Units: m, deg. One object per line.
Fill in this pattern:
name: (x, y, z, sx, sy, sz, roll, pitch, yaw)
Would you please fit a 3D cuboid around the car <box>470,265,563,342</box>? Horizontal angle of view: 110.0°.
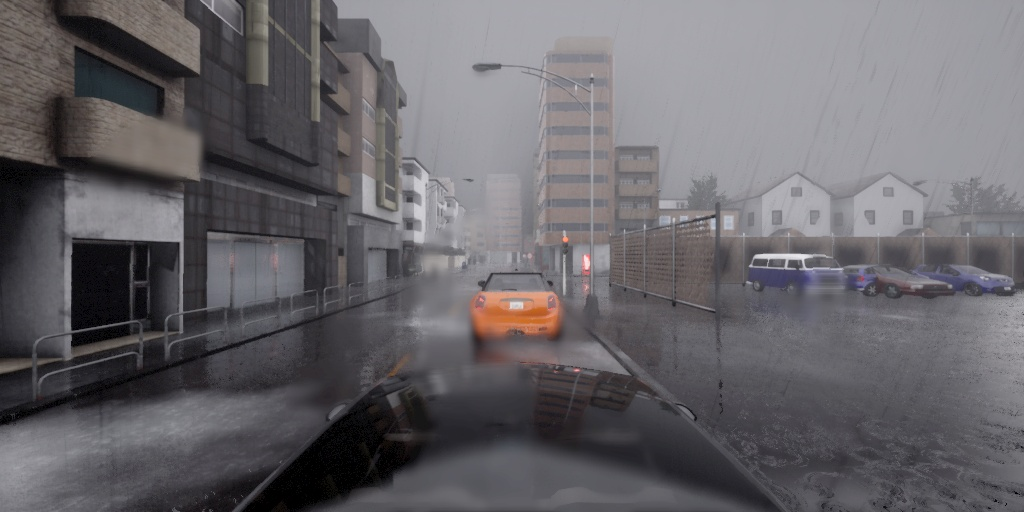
car: (0.101, 1.101, 9.965, 2.097, 1.767, 4.553, 0, 0, 0)
